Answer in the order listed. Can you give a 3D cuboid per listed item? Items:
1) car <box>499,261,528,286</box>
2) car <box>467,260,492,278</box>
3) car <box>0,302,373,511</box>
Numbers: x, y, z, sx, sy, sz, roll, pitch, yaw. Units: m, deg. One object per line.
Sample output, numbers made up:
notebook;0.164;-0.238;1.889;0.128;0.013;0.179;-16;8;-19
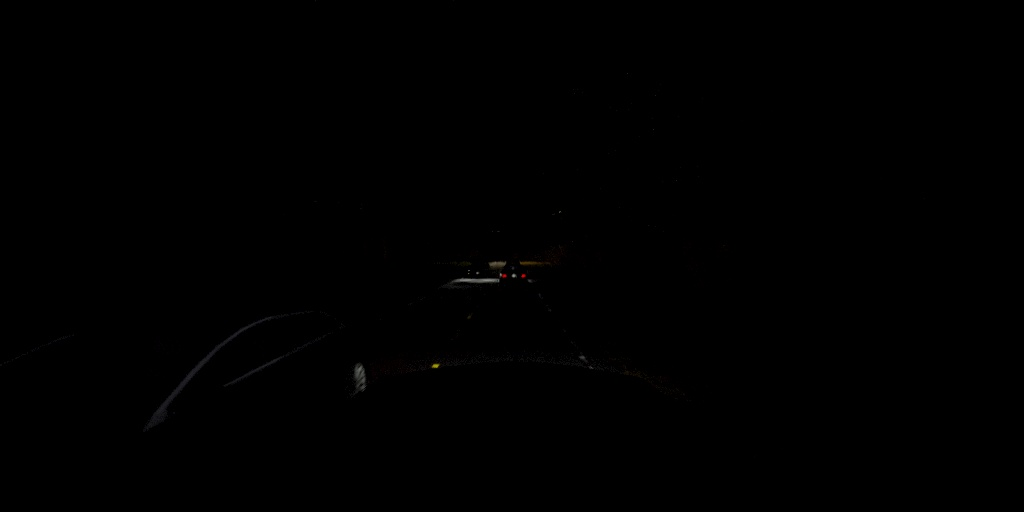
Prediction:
car;0.104;1.220;24.058;2.033;1.411;5.357;0;0;0
car;-2.847;1.147;32.058;1.837;1.490;4.892;0;0;0
car;-2.841;1.236;3.050;2.128;1.511;4.902;0;0;0
